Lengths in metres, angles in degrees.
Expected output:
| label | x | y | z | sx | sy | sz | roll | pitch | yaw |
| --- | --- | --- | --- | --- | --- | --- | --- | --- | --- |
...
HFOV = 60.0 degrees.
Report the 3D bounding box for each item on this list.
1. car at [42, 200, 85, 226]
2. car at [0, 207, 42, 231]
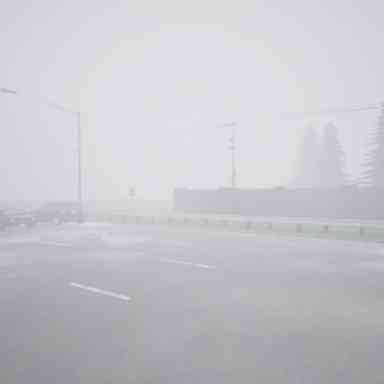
| label | x | y | z | sx | sy | sz | roll | pitch | yaw |
| --- | --- | --- | --- | --- | --- | --- | --- | --- | --- |
| car | -9.914 | 1.463 | 24.269 | 4.553 | 1.767 | 2.097 | 0 | 0 | 36 |
| car | -12.068 | 1.722 | 21.510 | 4.718 | 1.301 | 1.895 | 0 | 0 | 36 |
